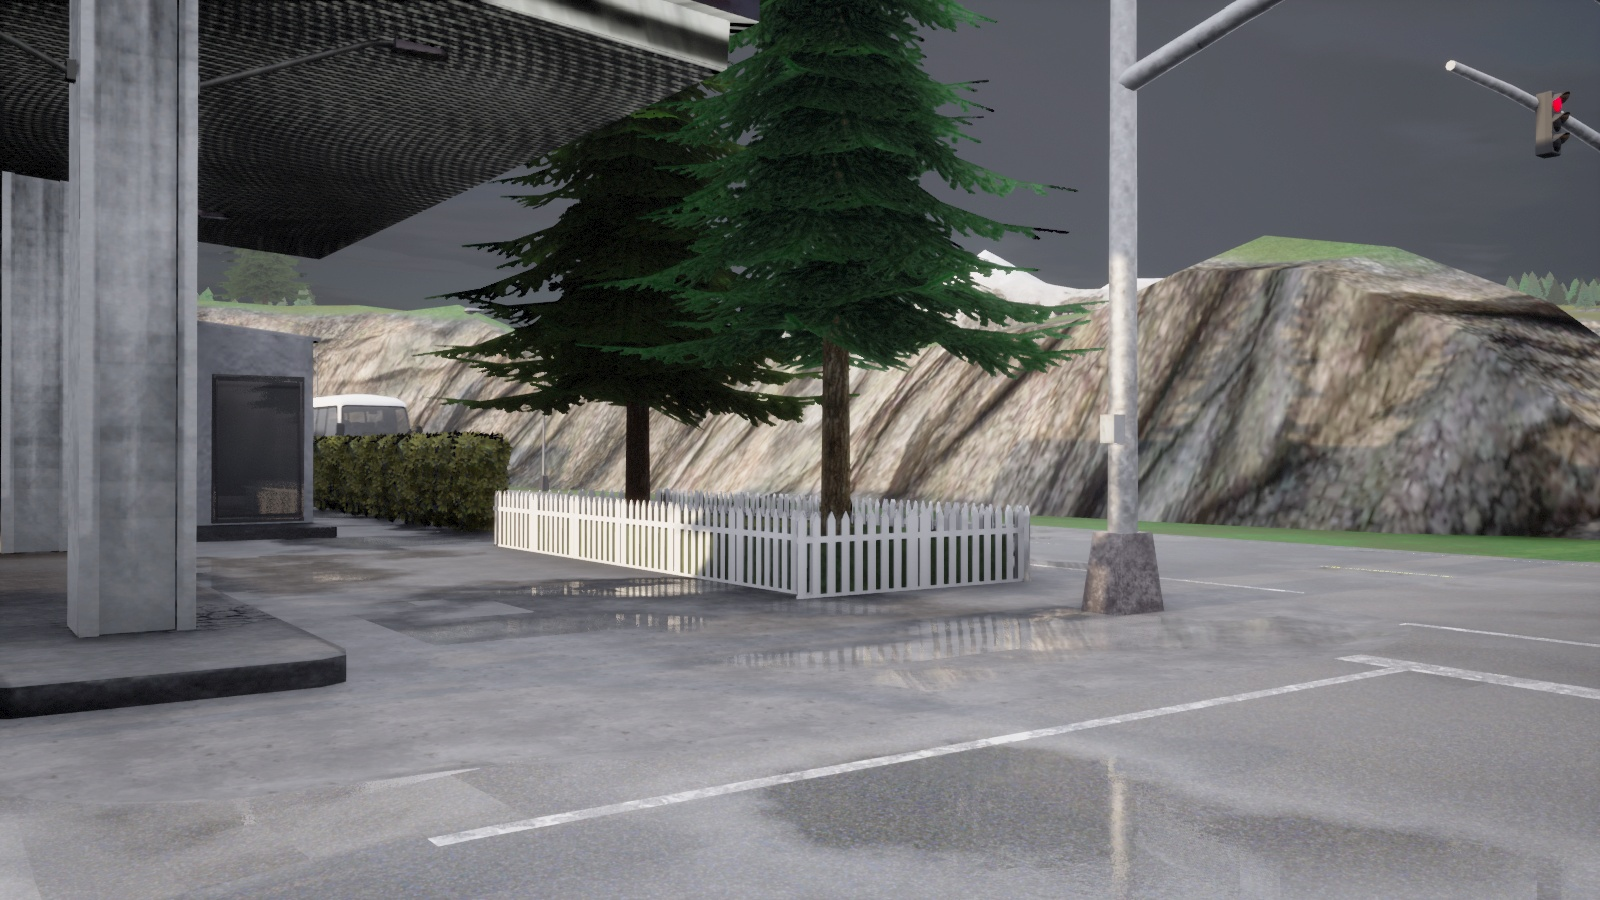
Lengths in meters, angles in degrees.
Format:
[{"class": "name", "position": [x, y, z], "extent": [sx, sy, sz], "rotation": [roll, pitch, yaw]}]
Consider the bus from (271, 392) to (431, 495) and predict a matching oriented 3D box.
[{"class": "bus", "position": [-20.611, -0.257, 57.110], "extent": [3.944, 4.253, 10.273], "rotation": [0, 0, -37]}]
